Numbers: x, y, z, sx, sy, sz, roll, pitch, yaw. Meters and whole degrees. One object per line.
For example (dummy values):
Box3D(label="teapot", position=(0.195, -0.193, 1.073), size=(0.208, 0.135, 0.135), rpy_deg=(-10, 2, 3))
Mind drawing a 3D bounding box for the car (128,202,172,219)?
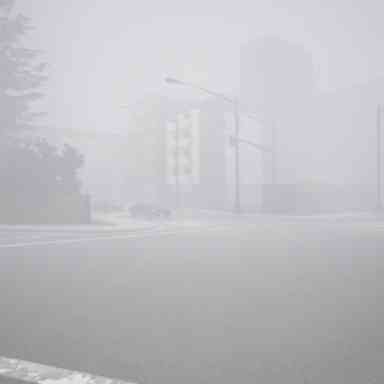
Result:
Box3D(label="car", position=(-3.614, 1.520, 28.247), size=(1.895, 1.301, 4.718), rpy_deg=(0, 0, -35))

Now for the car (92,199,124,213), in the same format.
Box3D(label="car", position=(-9.216, 1.466, 36.246), size=(2.033, 1.411, 5.357), rpy_deg=(0, 0, -35))
